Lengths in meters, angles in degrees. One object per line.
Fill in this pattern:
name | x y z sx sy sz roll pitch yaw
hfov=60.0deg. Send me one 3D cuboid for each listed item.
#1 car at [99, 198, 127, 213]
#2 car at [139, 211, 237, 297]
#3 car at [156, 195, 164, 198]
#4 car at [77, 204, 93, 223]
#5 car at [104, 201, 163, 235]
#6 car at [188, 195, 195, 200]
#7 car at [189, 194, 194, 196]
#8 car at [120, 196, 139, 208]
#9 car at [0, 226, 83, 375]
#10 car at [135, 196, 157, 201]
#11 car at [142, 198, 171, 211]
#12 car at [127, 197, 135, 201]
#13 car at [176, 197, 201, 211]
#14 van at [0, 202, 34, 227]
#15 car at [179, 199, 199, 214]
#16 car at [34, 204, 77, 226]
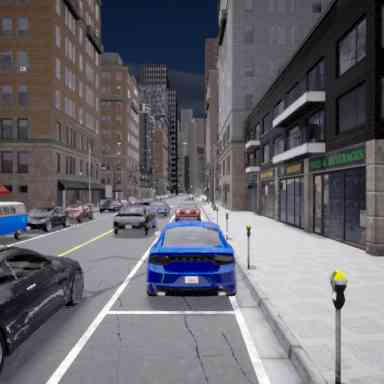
car | -8.815 1.573 36.483 1.947 1.339 4.313 0 0 0
car | -0.006 1.478 8.650 1.882 1.535 5.008 0 0 0
car | -8.782 1.643 84.589 1.802 1.307 4.206 0 0 0
car | -8.815 1.585 25.481 1.802 1.307 4.206 0 0 0
car | -3.100 1.493 18.771 2.128 1.511 4.902 0 0 1
car | -0.237 1.636 95.394 2.008 1.369 4.403 0 0 0
car | -0.257 1.501 84.576 1.967 1.590 4.097 0 0 0
car | -8.816 1.452 47.486 1.967 1.590 4.097 0 0 0
car | -3.146 1.525 4.984 1.812 1.442 4.674 0 0 0
car | -6.184 1.611 44.291 1.895 1.301 4.718 0 0 1
car | -3.121 1.553 31.707 2.033 1.411 5.357 0 0 1
car | -8.815 1.591 41.985 1.802 1.307 4.206 0 0 0
car | -0.290 1.443 25.481 1.967 1.590 4.097 0 0 0
van | -8.815 1.342 14.478 1.690 1.788 3.998 0 0 0
car | -0.290 1.557 36.484 2.008 1.369 4.403 0 0 0
car | -8.815 1.568 19.979 1.947 1.339 4.313 0 0 0
